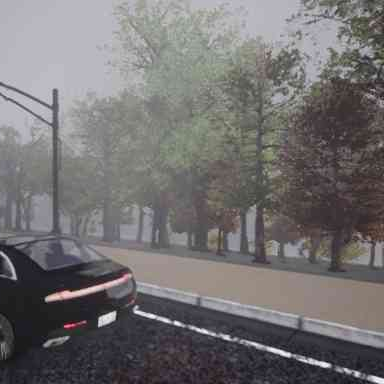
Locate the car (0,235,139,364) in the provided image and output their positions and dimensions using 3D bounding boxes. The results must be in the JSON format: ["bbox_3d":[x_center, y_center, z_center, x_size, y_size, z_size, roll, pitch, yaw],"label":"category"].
[{"bbox_3d":[-3.144,1.531,5.931,4.902,1.511,2.128,0,0,35],"label":"car"}]
